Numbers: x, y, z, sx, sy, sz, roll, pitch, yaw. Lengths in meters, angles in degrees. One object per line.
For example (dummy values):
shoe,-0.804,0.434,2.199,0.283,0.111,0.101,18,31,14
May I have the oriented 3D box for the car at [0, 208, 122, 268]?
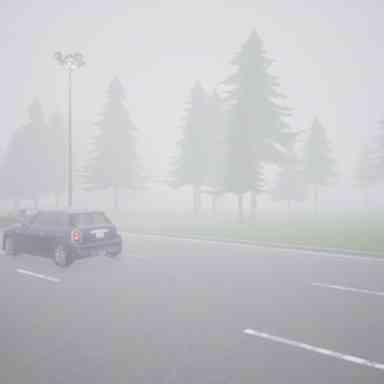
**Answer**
car,-4.573,1.357,11.530,4.553,1.767,2.097,0,0,36
